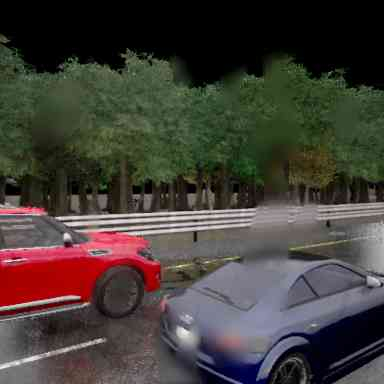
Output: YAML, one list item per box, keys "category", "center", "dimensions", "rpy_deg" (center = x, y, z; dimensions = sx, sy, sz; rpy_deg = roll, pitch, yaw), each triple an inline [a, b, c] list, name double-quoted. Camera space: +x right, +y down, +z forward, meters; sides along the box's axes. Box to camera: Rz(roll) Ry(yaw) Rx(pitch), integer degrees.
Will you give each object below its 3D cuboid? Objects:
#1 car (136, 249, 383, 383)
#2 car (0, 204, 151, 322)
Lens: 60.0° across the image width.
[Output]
- category: "car"
  center: [1.567, 1.561, 4.840]
  dimensions: [4.181, 1.385, 1.994]
  rpy_deg: [0, 0, -35]
- category: "car"
  center: [-3.282, 1.221, 5.702]
  dimensions: [5.566, 2.045, 2.150]
  rpy_deg: [0, 0, -35]
